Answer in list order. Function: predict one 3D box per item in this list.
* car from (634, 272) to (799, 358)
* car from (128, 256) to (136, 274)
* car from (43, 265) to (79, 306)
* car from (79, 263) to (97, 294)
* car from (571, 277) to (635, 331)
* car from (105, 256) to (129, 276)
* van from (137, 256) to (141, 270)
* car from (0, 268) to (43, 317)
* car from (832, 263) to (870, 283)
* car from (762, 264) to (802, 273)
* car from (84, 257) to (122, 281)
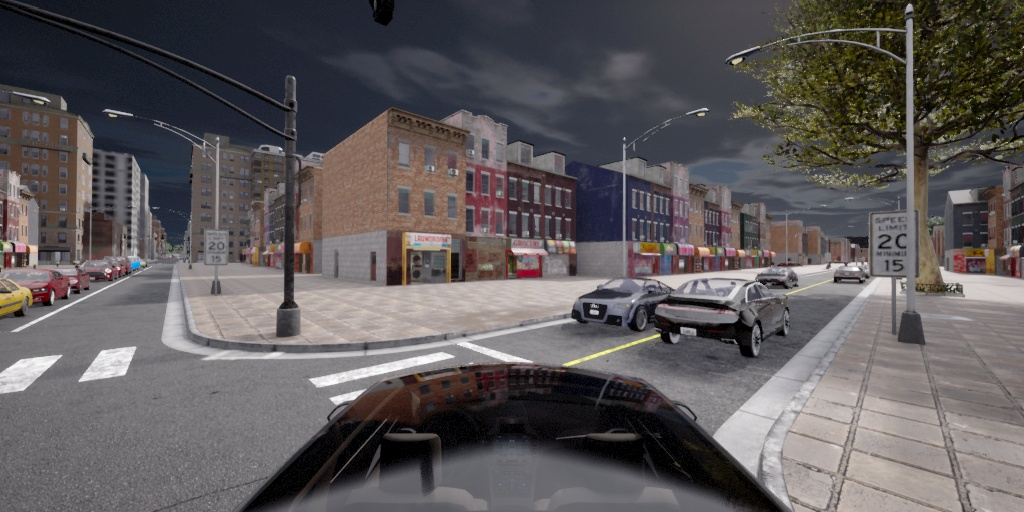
[{"bbox_3d":[5.234,1.283,8.695,4.902,1.511,2.128,1,-1,-43],"label":"car"},{"bbox_3d":[-38.288,0.903,34.603,2.192,1.841,5.009,0,0,-43],"label":"car"},{"bbox_3d":[-19.117,1.189,14.159,1.888,1.381,4.507,0,0,-43],"label":"car"},{"bbox_3d":[-22.951,1.211,18.248,1.802,1.307,4.207,0,0,-43],"label":"car"},{"bbox_3d":[3.709,1.368,11.170,4.181,1.385,1.994,0,-1,-43],"label":"car"},{"bbox_3d":[-34.454,1.037,30.514,1.967,1.591,4.097,0,0,-43],"label":"car"},{"bbox_3d":[-45.957,0.914,42.780,1.690,1.789,3.998,0,0,-43],"label":"van"},{"bbox_3d":[-15.167,1.184,9.947,1.751,1.417,4.829,0,0,-43],"label":"car"},{"bbox_3d":[29.308,1.551,31.117,5.357,1.411,2.033,1,-1,-43],"label":"car"},{"bbox_3d":[18.617,1.484,25.100,5.357,1.411,2.033,0,-1,-43],"label":"car"},{"bbox_3d":[-30.620,1.046,26.425,1.967,1.591,4.097,0,0,-43],"label":"car"}]
